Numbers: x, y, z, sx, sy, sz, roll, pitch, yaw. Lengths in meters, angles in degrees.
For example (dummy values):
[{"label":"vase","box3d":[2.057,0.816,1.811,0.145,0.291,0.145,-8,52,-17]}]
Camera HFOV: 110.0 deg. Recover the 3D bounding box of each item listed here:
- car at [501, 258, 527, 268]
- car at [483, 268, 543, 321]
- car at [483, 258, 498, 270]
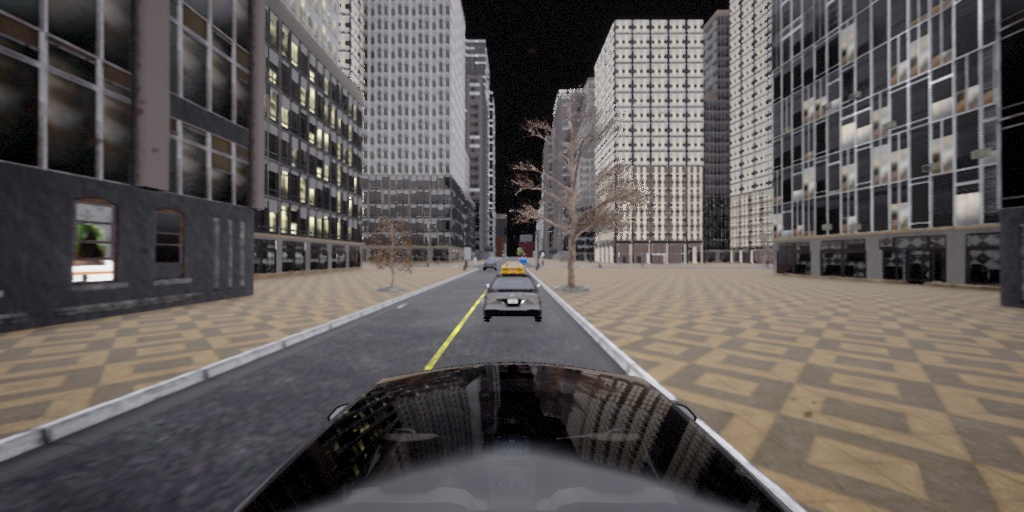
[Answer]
[{"label":"car","box3d":[0.086,1.236,30.797,1.882,1.535,5.008,0,0,1]},{"label":"car","box3d":[0.037,1.301,12.439,2.033,1.411,5.357,0,0,1]},{"label":"car","box3d":[-2.972,1.309,49.589,2.033,1.411,5.357,0,0,1]}]
